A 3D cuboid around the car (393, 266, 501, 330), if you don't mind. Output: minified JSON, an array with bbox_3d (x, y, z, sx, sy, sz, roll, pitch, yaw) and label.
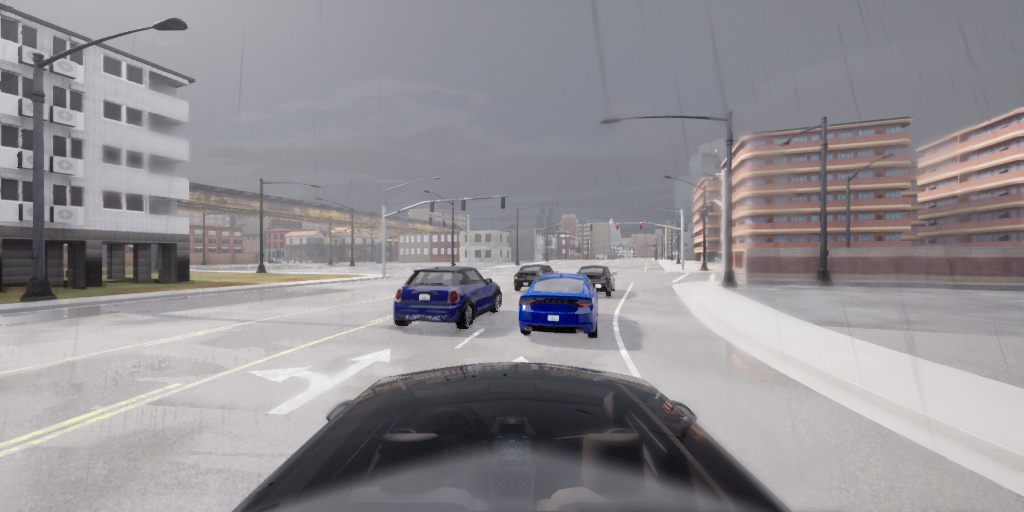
[{"bbox_3d":[-1.810,1.102,11.454,2.097,1.767,4.553,0,0,13],"label":"car"}]

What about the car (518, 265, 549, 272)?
[{"bbox_3d":[1.571,1.254,21.433,1.837,1.490,4.892,0,0,20],"label":"car"}]

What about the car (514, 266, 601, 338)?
[{"bbox_3d":[1.516,1.228,10.356,1.882,1.535,5.008,0,0,14],"label":"car"}]

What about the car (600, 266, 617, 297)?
[{"bbox_3d":[4.475,1.255,19.268,1.837,1.490,4.892,0,0,20],"label":"car"}]
